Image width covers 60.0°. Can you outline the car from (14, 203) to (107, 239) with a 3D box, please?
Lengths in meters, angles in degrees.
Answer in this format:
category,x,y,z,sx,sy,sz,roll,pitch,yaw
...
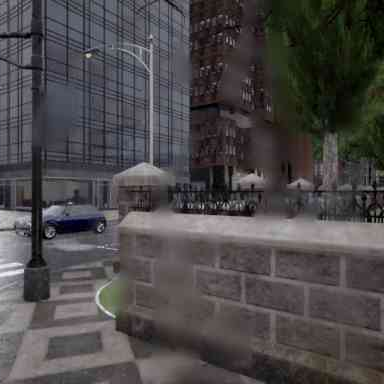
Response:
category,x,y,z,sx,sy,sz,roll,pitch,yaw
car,-6.877,1.426,17.834,2.097,1.767,4.553,0,0,36

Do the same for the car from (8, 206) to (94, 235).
category,x,y,z,sx,sy,sz,roll,pitch,yaw
car,-8.445,1.632,20.222,2.008,1.369,4.403,0,-1,36
